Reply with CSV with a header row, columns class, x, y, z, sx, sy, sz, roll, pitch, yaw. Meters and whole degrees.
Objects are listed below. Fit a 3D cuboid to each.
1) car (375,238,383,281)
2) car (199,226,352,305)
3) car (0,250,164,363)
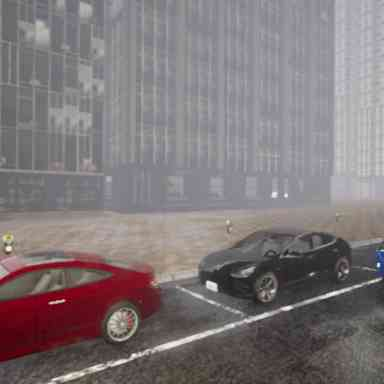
class,x,y,z,sx,sy,sz,roll,pitch,yaw
car,6.817,1.212,8.246,5.566,2.045,2.150,0,0,-36
car,2.182,1.560,8.110,4.313,1.339,1.947,0,1,-36
car,-2.410,1.581,4.831,4.206,1.307,1.802,0,1,-36
